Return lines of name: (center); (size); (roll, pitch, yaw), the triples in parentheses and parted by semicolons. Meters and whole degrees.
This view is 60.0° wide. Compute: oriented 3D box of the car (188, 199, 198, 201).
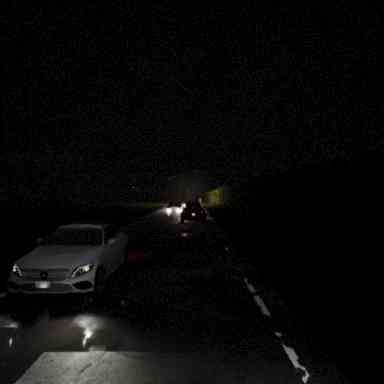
car: (0.121, 1.674, 42.168); (1.882, 1.535, 5.008); (0, 0, 0)

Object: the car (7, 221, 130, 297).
car: (-2.838, 1.524, 8.684); (1.812, 1.442, 4.674); (0, 0, 0)

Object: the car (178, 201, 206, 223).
car: (0.116, 1.641, 26.635); (1.994, 1.385, 4.181); (0, 0, 0)

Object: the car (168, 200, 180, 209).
car: (-2.749, 1.891, 52.269); (1.895, 1.301, 4.718); (0, -1, 0)
